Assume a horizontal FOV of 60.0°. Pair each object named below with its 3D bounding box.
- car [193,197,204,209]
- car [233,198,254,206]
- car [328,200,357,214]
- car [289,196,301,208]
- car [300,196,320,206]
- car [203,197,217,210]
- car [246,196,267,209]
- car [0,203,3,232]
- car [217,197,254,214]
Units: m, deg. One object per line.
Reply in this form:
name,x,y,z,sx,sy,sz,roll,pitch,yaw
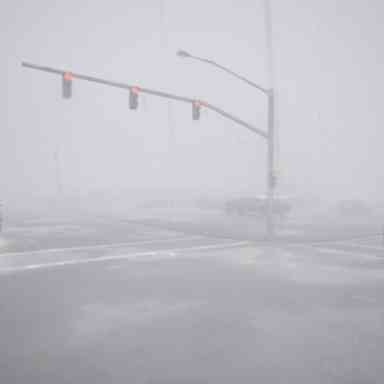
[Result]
car,2.410,1.511,48.093,4.605,1.855,1.932,1,0,-35
car,9.875,1.892,63.724,3.905,1.438,1.784,1,0,-35
car,21.329,1.930,47.581,3.806,1.475,1.970,1,0,-35
car,24.120,2.124,73.828,3.806,1.475,1.970,1,0,-35
car,25.786,1.885,71.460,3.866,1.878,1.905,1,0,-35
car,3.999,1.723,45.930,3.905,1.438,1.784,1,0,-35
car,11.497,1.682,61.324,4.605,1.855,1.932,1,0,-35
car,-12.480,1.199,19.315,2.150,2.045,5.566,1,0,-36
car,5.671,1.755,43.567,3.806,1.475,1.970,1,0,-35
